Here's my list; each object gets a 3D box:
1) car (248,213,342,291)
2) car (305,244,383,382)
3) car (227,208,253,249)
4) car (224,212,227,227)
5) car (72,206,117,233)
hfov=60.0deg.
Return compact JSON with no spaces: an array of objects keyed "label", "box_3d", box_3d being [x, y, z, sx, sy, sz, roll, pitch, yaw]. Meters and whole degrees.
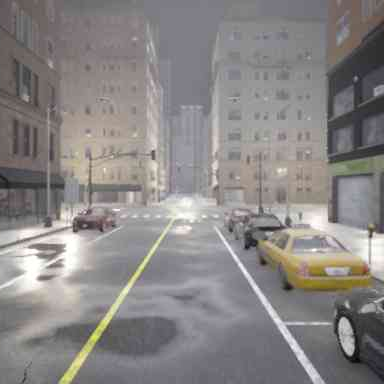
[{"label":"car","box_3d":[2.861,1.526,8.880,1.752,1.417,4.829,-1,0,0]},{"label":"car","box_3d":[2.864,1.551,3.124,2.008,1.369,4.403,-1,0,0]},{"label":"car","box_3d":[2.859,1.567,14.297,1.947,1.339,4.313,-1,0,0]},{"label":"car","box_3d":[2.857,1.584,19.882,1.802,1.307,4.206,-1,0,0]},{"label":"car","box_3d":[-5.688,1.549,19.875,1.887,1.381,4.507,-1,0,0]}]
